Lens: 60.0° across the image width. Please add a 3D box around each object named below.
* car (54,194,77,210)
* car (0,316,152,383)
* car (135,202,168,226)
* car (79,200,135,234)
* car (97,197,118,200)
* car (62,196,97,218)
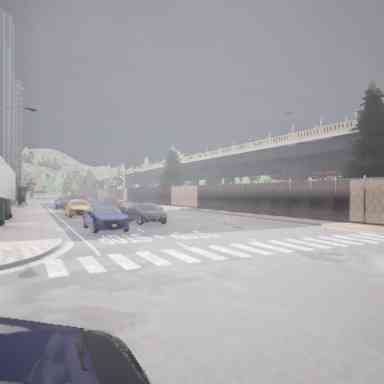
[{"bbox_3d":[-16.264,1.313,42.224,2.097,1.767,4.553,0,0,-26],"label":"car"},{"bbox_3d":[-2.223,1.563,1.844,4.181,1.385,1.994,0,0,-26],"label":"car"},{"bbox_3d":[-3.304,1.472,23.607,1.837,1.490,4.892,0,0,-26],"label":"car"},{"bbox_3d":[-5.042,1.436,19.193,1.882,1.535,5.008,0,0,-26],"label":"car"},{"bbox_3d":[-8.251,1.319,33.755,2.097,1.767,4.553,0,0,-26],"label":"car"},{"bbox_3d":[-10.096,1.437,29.549,1.882,1.535,5.008,0,0,-26],"label":"car"}]
